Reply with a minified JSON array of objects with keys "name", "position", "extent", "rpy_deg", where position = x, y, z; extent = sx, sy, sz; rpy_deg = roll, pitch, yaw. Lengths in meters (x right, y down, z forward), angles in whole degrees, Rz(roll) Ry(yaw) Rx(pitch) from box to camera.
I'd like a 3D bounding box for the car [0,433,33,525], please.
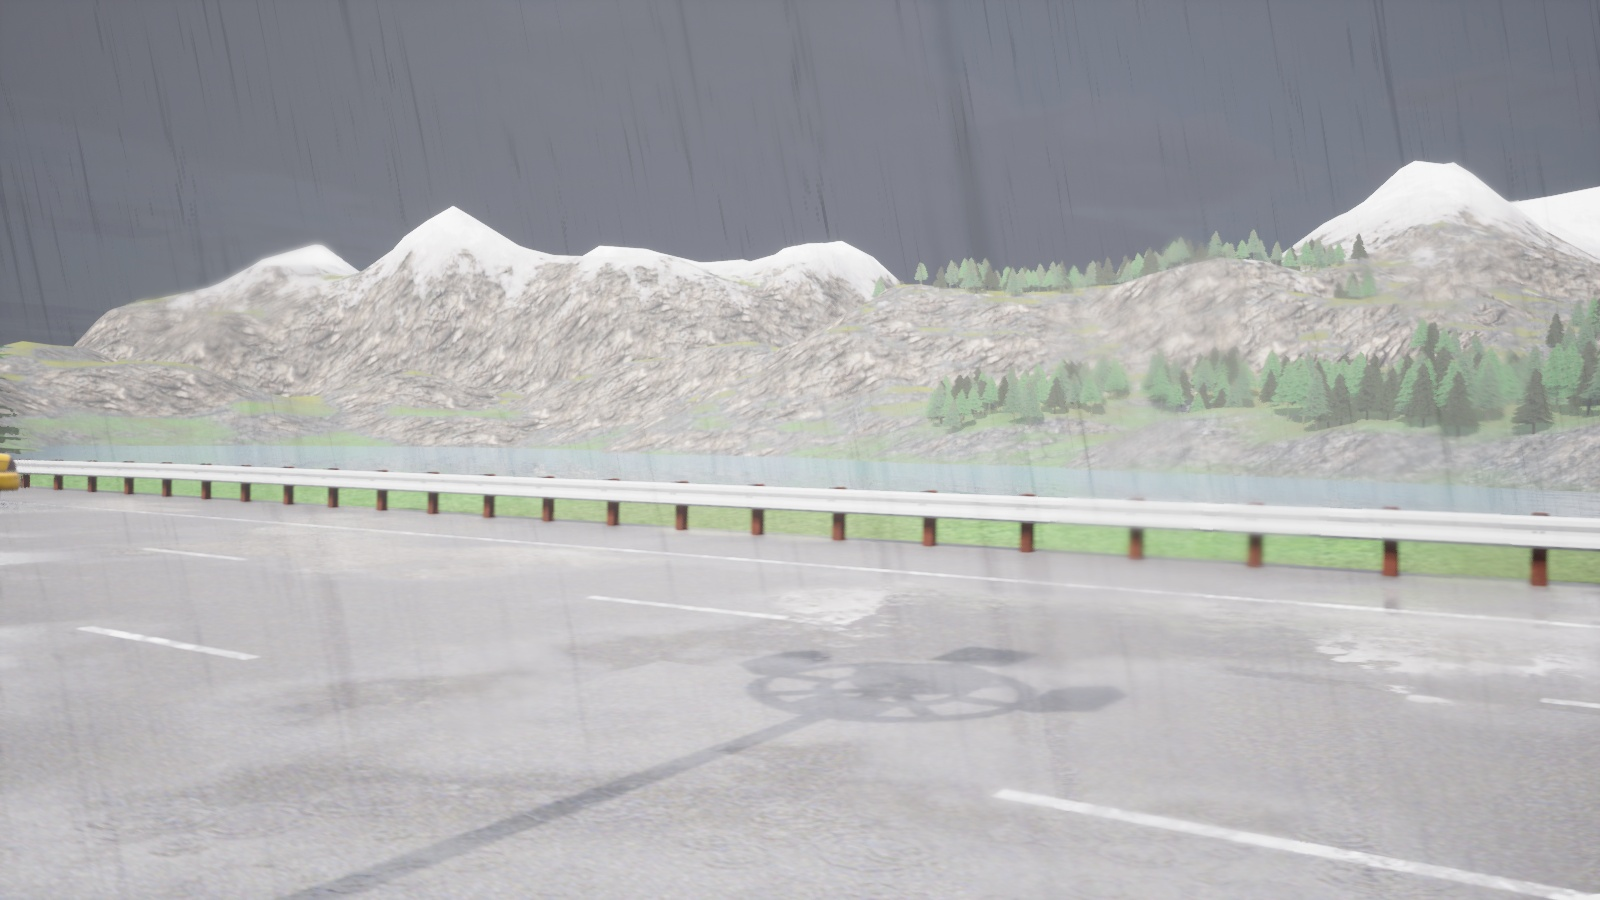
[{"name":"car","position":[-16.239,0.506,22.817],"extent":[5.366,1.575,1.801],"rpy_deg":[0,1,34]}]
